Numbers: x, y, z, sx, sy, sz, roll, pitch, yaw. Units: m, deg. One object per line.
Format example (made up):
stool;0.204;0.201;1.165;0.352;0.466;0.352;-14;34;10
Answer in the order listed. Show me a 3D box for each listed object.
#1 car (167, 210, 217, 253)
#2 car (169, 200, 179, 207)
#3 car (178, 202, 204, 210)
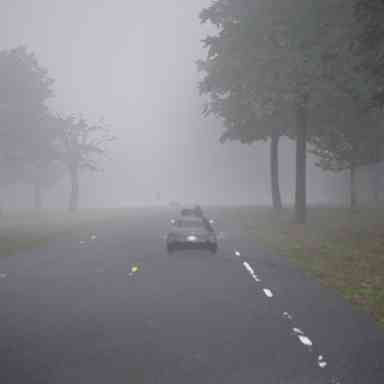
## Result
car;0.008;1.698;14.313;1.994;1.385;4.181;0;0;0
car;-3.483;2.308;66.829;1.994;1.385;4.181;0;-1;0
car;0.016;1.760;29.471;1.882;1.535;5.008;0;0;0
